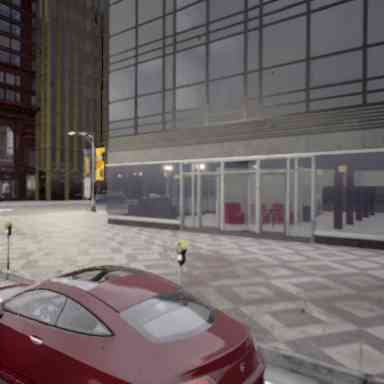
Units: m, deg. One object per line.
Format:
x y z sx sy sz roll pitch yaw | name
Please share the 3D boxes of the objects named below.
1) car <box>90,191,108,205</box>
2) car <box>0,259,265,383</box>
-12.539 0.807 49.800 2.150 2.045 5.566 1 0 36 | car
-1.236 1.561 3.960 4.206 1.307 1.802 0 0 36 | car
